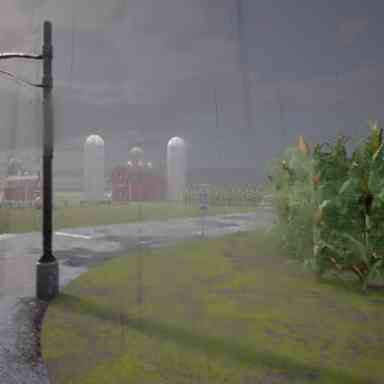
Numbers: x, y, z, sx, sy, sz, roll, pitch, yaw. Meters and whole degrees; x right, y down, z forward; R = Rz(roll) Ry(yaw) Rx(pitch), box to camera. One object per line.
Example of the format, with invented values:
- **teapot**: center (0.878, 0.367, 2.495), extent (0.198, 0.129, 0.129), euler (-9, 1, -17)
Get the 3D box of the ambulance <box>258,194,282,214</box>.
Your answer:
- **ambulance**: center (10.886, 1.496, 43.906), extent (2.351, 2.431, 6.366), euler (0, 0, 36)
